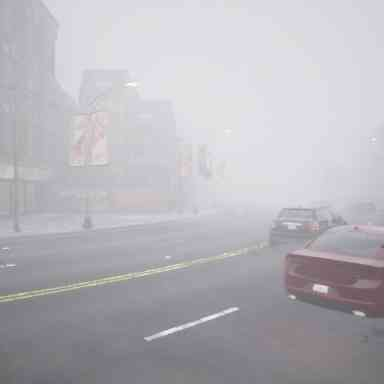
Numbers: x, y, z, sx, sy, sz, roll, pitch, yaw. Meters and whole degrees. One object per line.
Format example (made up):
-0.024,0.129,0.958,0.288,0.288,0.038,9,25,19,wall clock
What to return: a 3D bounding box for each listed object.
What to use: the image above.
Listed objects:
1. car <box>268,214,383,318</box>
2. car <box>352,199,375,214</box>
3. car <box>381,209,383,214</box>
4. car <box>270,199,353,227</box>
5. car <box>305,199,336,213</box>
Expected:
3.919,1.474,7.336,5.008,1.535,1.882,0,0,-45,car
17.437,1.461,34.773,1.882,1.535,5.008,0,0,11,car
12.926,1.517,20.712,1.812,1.442,4.674,0,0,26,car
5.031,1.344,14.061,2.097,1.767,4.553,0,0,38,car
14.437,1.526,37.638,2.033,1.411,5.357,0,0,7,car
